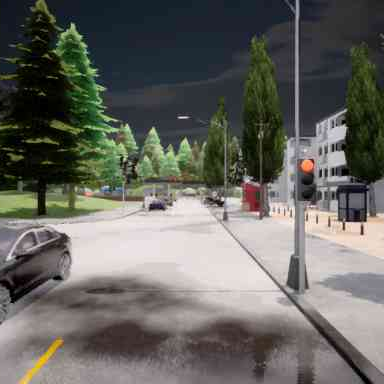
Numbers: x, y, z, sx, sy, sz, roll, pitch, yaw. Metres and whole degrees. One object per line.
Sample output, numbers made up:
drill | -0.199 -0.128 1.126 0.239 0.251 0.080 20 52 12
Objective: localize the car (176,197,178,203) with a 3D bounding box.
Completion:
car | -3.968 1.541 67.534 1.994 1.385 4.181 0 0 0

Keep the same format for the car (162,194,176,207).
car | -4.082 1.353 52.179 2.097 1.767 4.553 0 0 0

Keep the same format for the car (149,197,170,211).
car | -4.100 1.601 40.499 1.895 1.301 4.718 0 0 0

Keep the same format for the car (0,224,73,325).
car | -4.100 1.491 7.019 2.128 1.511 4.902 0 0 0
